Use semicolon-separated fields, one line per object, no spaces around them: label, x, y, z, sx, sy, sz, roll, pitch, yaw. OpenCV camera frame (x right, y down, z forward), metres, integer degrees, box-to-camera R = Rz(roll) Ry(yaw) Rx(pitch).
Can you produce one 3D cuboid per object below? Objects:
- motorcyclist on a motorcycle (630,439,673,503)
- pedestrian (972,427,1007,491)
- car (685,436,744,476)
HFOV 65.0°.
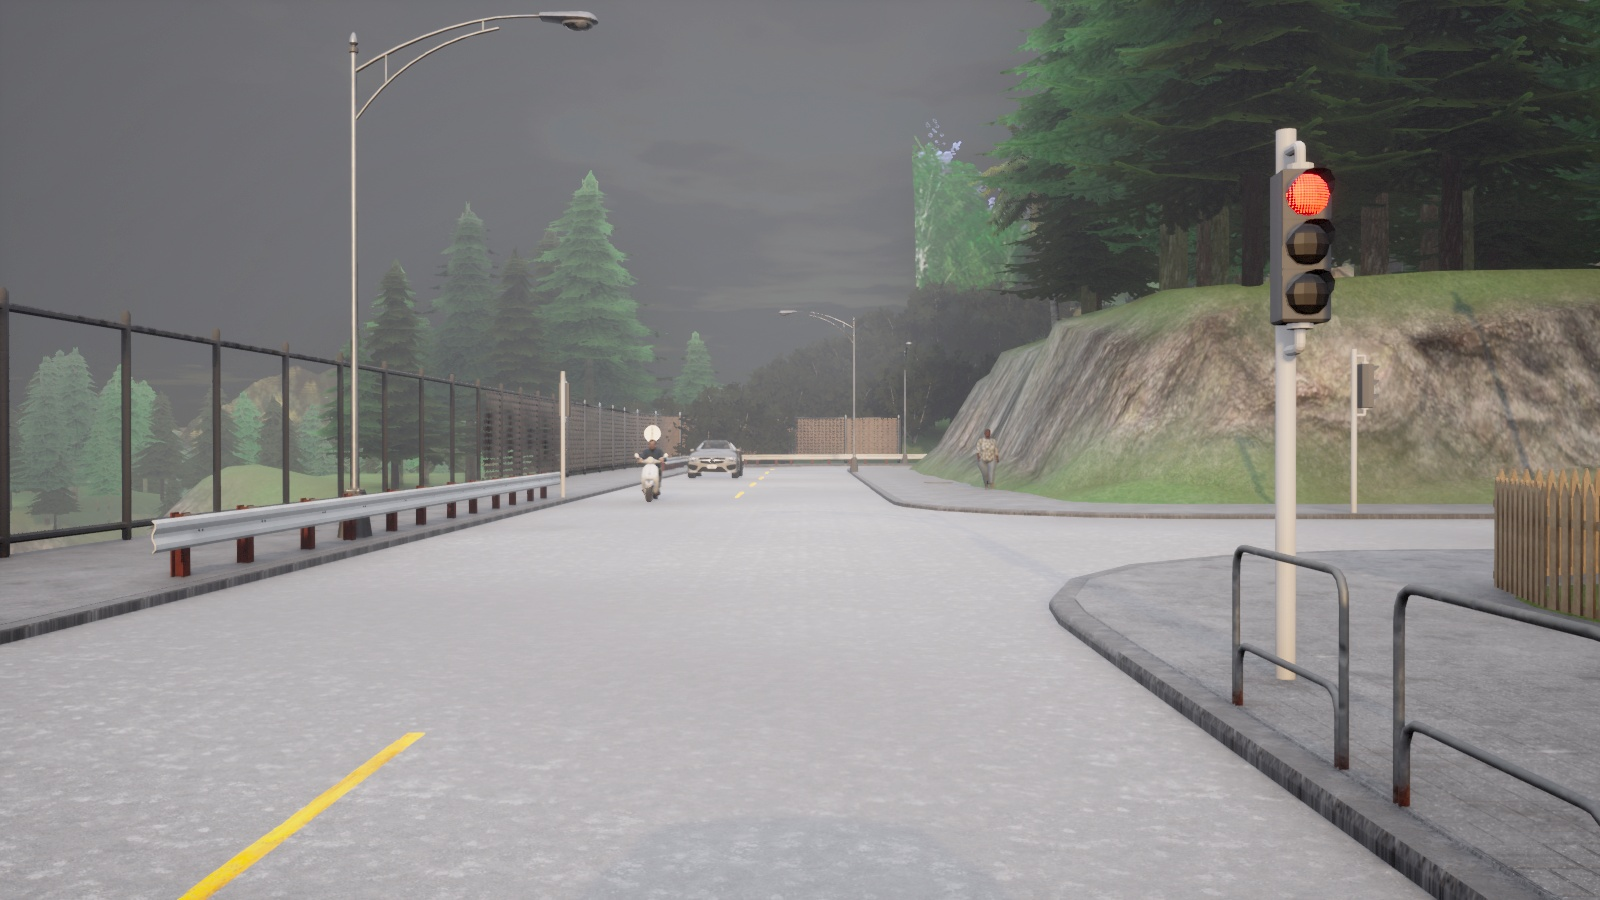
motorcyclist on a motorcycle;-3.773;0.516;31.999;0.866;1.590;1.817;0;0;0
pedestrian;5.532;0.253;36.735;0.874;1.855;0.900;0;0;0
car;-3.627;0.216;54.158;2.152;1.651;5.027;0;0;0
